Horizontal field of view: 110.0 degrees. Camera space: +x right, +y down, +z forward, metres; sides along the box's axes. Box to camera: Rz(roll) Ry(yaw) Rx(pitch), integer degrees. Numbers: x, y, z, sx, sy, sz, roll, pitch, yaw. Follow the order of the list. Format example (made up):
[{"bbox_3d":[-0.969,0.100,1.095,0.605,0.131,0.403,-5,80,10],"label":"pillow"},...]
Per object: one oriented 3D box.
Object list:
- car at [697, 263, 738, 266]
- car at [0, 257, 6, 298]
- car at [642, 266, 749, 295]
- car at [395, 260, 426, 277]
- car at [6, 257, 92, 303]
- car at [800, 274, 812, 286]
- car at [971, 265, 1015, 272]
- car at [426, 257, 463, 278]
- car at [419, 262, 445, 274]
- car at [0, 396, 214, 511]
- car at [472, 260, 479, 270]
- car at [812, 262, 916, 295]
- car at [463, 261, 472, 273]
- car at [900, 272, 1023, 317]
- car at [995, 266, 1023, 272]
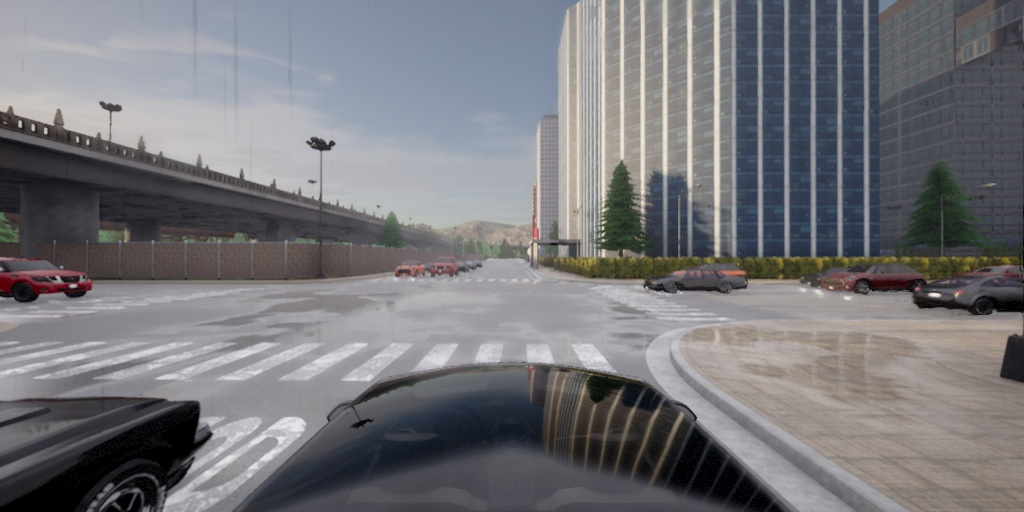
[{"bbox_3d":[13.122,1.248,24.050,4.553,1.767,2.097,0,0,0],"label":"car"},{"bbox_3d":[-23.650,1.074,13.643,5.566,2.045,2.150,0,0,0],"label":"car"},{"bbox_3d":[10.415,1.430,20.571,5.357,1.411,2.033,0,0,0],"label":"car"},{"bbox_3d":[-10.395,1.243,36.902,2.097,1.767,4.553,0,0,1],"label":"car"},{"bbox_3d":[-23.742,1.087,17.150,5.566,2.045,2.150,0,0,0],"label":"car"},{"bbox_3d":[22.537,1.444,23.969,5.357,1.411,2.033,0,0,1],"label":"car"},{"bbox_3d":[32.565,1.375,23.865,5.008,1.535,1.882,0,0,1],"label":"car"},{"bbox_3d":[-6.867,1.113,37.090,2.150,2.045,5.566,0,0,0],"label":"car"},{"bbox_3d":[-10.290,1.476,46.368,2.033,1.411,5.357,0,0,2],"label":"car"},{"bbox_3d":[-3.381,1.347,0.776,1.895,1.301,4.718,0,0,0],"label":"car"},{"bbox_3d":[-6.698,1.495,56.411,1.812,1.442,4.674,0,0,1],"label":"car"},{"bbox_3d":[20.488,1.234,20.487,4.553,1.767,2.097,0,0,0],"label":"car"},{"bbox_3d":[-6.797,1.410,47.090,1.882,1.535,5.008,0,0,1],"label":"car"},{"bbox_3d":[17.658,1.417,13.279,4.181,1.385,1.994,0,0,0],"label":"car"},{"bbox_3d":[31.063,1.447,20.383,4.181,1.385,1.994,0,0,1],"label":"car"}]
